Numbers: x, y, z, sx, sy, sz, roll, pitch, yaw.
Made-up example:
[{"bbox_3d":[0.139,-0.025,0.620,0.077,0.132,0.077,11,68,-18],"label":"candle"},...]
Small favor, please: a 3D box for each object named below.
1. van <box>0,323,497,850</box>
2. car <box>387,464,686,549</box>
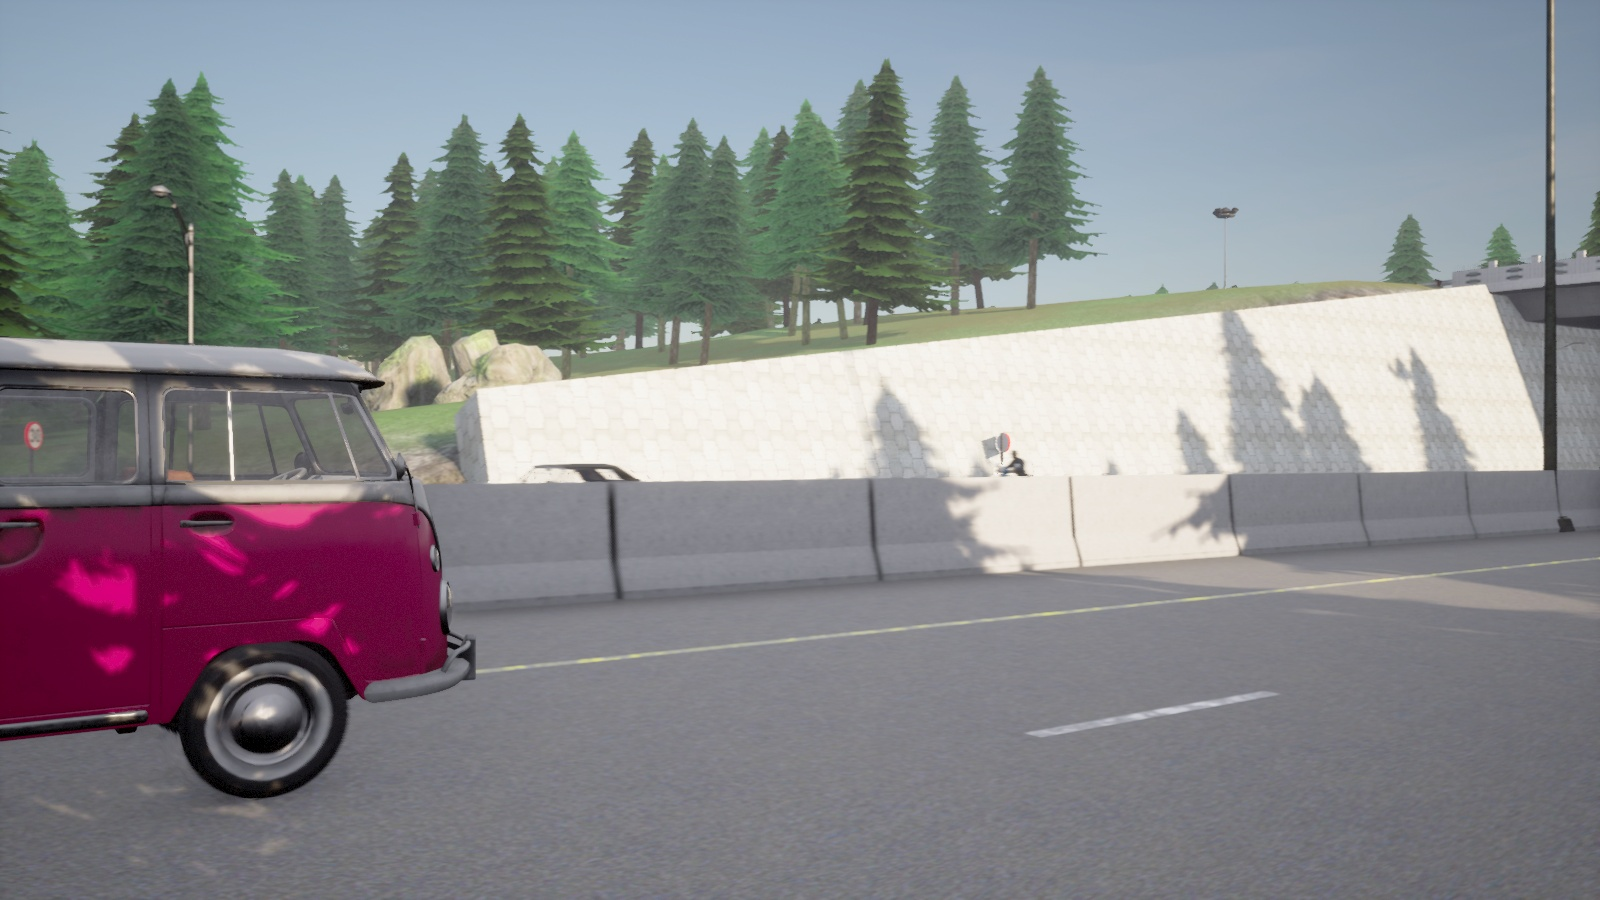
[{"bbox_3d":[-3.743,0.518,5.319,4.442,1.987,1.775,0,0,-35],"label":"van"},{"bbox_3d":[-4.518,0.908,21.835,4.718,1.301,1.895,0,0,-35],"label":"car"}]
